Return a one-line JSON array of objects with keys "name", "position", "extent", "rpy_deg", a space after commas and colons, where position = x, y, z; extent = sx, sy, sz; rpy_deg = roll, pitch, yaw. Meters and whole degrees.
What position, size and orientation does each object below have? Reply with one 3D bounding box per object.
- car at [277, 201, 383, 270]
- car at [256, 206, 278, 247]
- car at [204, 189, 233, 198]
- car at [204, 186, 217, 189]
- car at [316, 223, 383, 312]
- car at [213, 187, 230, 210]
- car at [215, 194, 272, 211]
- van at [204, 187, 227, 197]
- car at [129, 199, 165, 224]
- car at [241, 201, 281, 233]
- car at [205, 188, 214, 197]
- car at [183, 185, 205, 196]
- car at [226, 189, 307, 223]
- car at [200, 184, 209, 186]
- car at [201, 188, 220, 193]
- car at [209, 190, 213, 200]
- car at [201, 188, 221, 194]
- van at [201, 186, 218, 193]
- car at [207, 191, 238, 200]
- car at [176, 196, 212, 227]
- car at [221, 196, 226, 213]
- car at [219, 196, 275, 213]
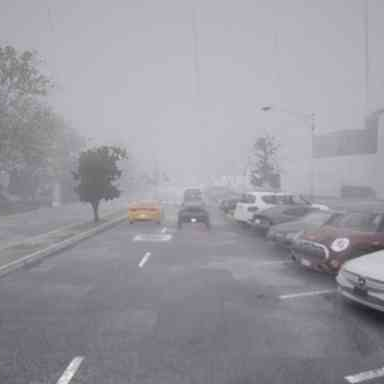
[{"name": "car", "position": [5.096, 1.277, 9.490], "extent": [4.553, 1.767, 2.185], "rpy_deg": [1, 1, -20]}, {"name": "car", "position": [5.065, 1.413, 12.481], "extent": [4.674, 1.452, 2.002], "rpy_deg": [1, 1, -20]}, {"name": "car", "position": [5.024, 0.290, 63.462], "extent": [4.892, 1.521, 2.231], "rpy_deg": [0, 1, -20]}, {"name": "car", "position": [5.006, 0.306, 57.486], "extent": [4.553, 1.767, 2.185], "rpy_deg": [0, 1, -20]}, {"name": "car", "position": [5.069, 1.472, 6.481], "extent": [4.674, 1.452, 2.002], "rpy_deg": [1, 1, -20]}, {"name": "car", "position": [5.030, 0.884, 27.479], "extent": [5.566, 2.045, 2.435], "rpy_deg": [0, 2, -20]}, {"name": "car", "position": [5.221, 1.001, 33.576], "extent": [5.366, 1.575, 1.946], "rpy_deg": [0, 1, -20]}, {"name": "van", "position": [4.921, -0.081, 69.377], "extent": [4.442, 1.987, 1.878], "rpy_deg": [0, 2, -20]}, {"name": "car", "position": [-2.915, 1.220, 22.188], "extent": [1.882, 1.535, 5.008], "rpy_deg": [0, 1, 0]}, {"name": "car", "position": [5.086, 1.361, 15.505], "extent": [4.792, 1.488, 2.163], "rpy_deg": [0, 1, -20]}, {"name": "car", "position": [5.012, 0.604, 51.501], "extent": [4.792, 1.488, 2.163], "rpy_deg": [0, 2, -20]}, {"name": "car", "position": [0.074, 0.566, 40.813], "extent": [2.150, 2.045, 5.566], "rpy_deg": [0, 2, 0]}, {"name": "car", "position": [5.087, 1.039, 18.500], "extent": [5.566, 2.045, 2.435], "rpy_deg": [0, 1, -20]}, {"name": "car", "position": [5.006, -0.034, 66.424], "extent": [5.566, 2.045, 2.435], "rpy_deg": [0, 2, -20]}, {"name": "car", "position": [5.008, -0.409, 90.316], "extent": [4.674, 1.452, 2.002], "rpy_deg": [0, 2, -20]}, {"name": "car", "position": [5.020, 0.892, 39.498], "extent": [4.792, 1.488, 2.163], "rpy_deg": [0, 2, -20]}, {"name": "car", "position": [5.041, -0.318, 87.345], "extent": [4.792, 1.488, 2.163], "rpy_deg": [0, 2, -20]}, {"name": "van", "position": [4.906, -0.775, 93.237], "extent": [4.442, 1.987, 1.878], "rpy_deg": [0, 3, -20]}, {"name": "car", "position": [5.031, 0.543, 54.519], "extent": [4.674, 1.452, 2.002], "rpy_deg": [0, 1, -20]}, {"name": "car", "position": [0.087, 1.271, 20.820], "extent": [1.837, 1.490, 4.892], "rpy_deg": [0, 1, 0]}, {"name": "car", "position": [4.885, 1.238, 21.431], "extent": [5.366, 1.575, 1.946], "rpy_deg": [0, 1, -20]}, {"name": "car", "position": [5.055, 1.109, 30.504], "extent": [4.674, 1.452, 2.002], "rpy_deg": [0, 2, -20]}]
